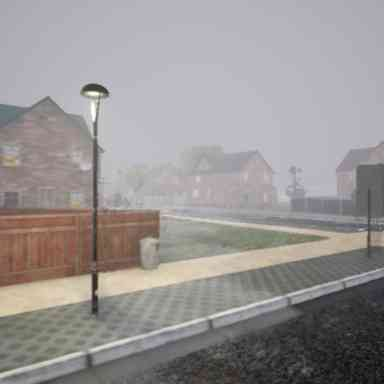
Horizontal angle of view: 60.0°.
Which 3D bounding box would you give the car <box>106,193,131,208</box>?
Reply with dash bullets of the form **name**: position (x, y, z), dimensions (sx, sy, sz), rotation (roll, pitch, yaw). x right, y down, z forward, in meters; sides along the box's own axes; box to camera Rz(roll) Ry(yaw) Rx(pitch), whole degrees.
- **car**: position (-10.936, 1.230, 48.933), dimensions (2.150, 2.045, 5.566), rotation (1, -1, -36)
